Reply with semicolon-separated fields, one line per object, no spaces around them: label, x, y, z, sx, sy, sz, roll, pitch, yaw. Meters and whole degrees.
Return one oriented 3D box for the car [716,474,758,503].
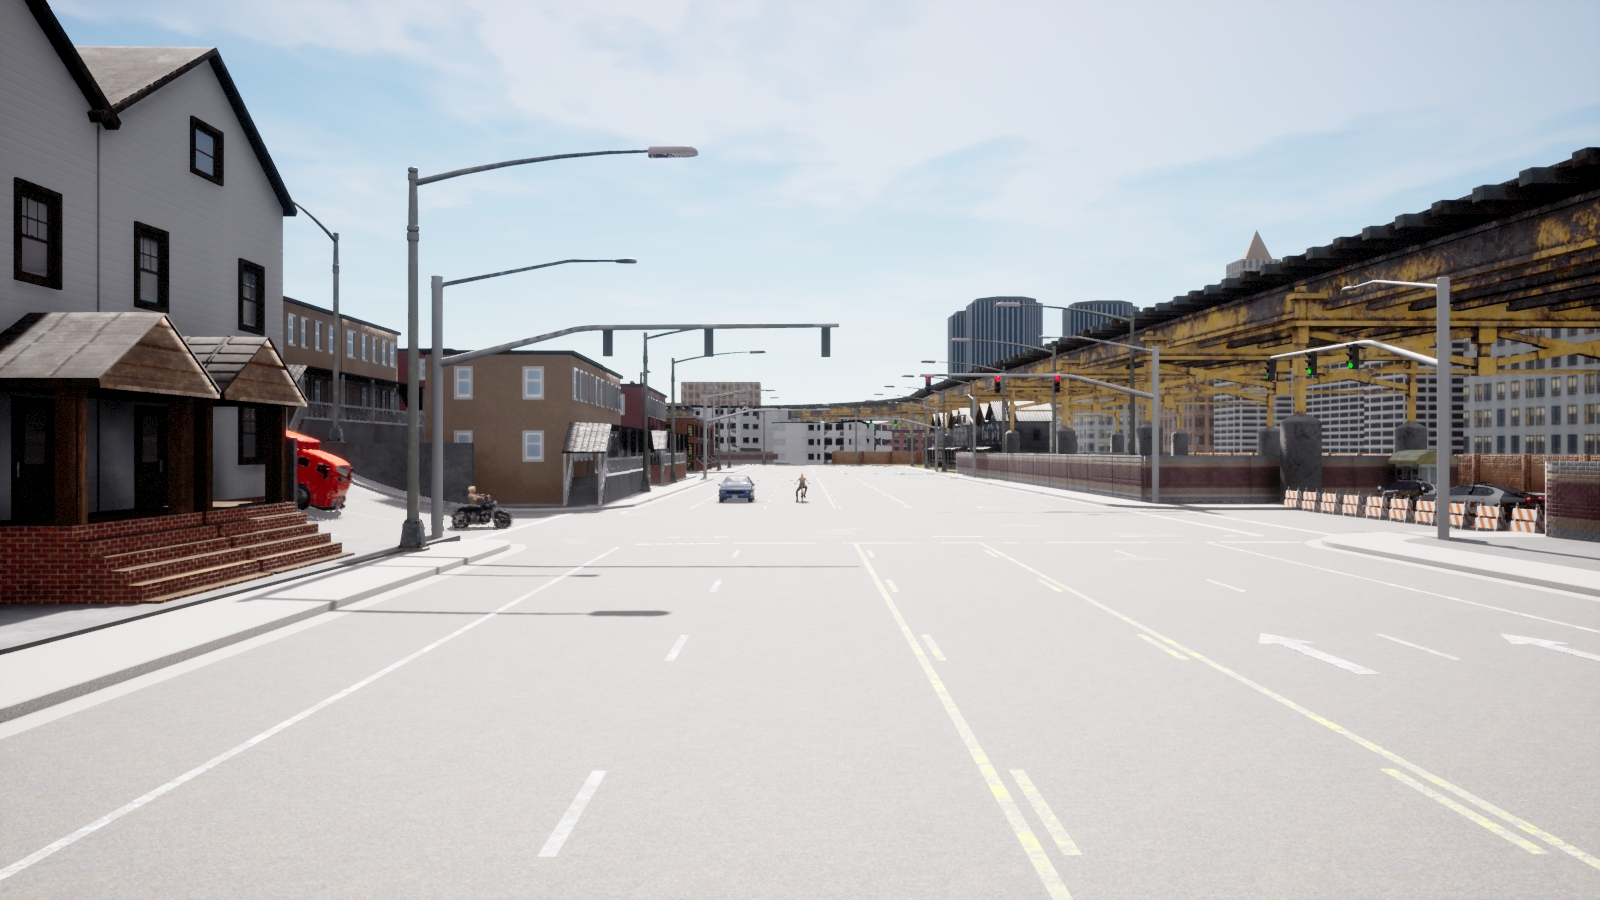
car;-3.449;2.106;63.014;2.033;1.411;5.357;0;0;0

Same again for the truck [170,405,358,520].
truck;-19.763;0.454;42.378;5.204;2.467;2.627;20;0;-1
